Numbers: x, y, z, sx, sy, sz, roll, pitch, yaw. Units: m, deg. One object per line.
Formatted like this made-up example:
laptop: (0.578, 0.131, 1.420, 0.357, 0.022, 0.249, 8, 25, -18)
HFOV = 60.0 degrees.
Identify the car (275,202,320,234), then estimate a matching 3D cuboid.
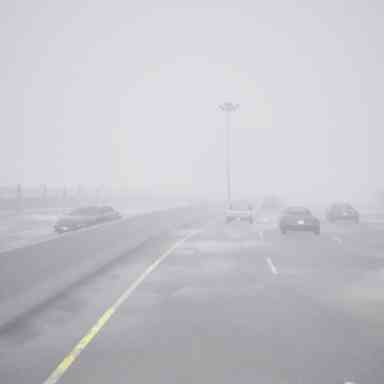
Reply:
car: (5.958, 1.505, 18.870, 1.994, 1.385, 4.181, 0, 0, 12)

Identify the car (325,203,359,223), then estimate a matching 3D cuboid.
car: (11.330, 1.499, 25.266, 1.994, 1.385, 4.181, 0, 0, 17)

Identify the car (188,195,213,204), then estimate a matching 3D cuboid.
car: (1.499, 1.325, 47.758, 1.812, 1.442, 4.674, 0, 0, 26)

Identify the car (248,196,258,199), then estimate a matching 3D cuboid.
car: (11.061, 1.388, 59.484, 1.994, 1.385, 4.181, 0, 0, 26)

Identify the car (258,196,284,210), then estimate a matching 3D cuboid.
car: (9.942, 1.215, 40.566, 2.097, 1.767, 4.553, 0, 0, 24)

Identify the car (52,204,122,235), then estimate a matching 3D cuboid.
car: (-5.263, 1.409, 17.333, 1.837, 1.490, 4.892, 0, 0, 11)

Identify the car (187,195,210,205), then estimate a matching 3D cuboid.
car: (1.115, 1.275, 54.993, 1.837, 1.490, 4.892, 0, 0, 26)

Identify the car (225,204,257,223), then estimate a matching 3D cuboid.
car: (3.692, 1.510, 24.320, 1.895, 1.301, 4.718, 0, 0, 15)
